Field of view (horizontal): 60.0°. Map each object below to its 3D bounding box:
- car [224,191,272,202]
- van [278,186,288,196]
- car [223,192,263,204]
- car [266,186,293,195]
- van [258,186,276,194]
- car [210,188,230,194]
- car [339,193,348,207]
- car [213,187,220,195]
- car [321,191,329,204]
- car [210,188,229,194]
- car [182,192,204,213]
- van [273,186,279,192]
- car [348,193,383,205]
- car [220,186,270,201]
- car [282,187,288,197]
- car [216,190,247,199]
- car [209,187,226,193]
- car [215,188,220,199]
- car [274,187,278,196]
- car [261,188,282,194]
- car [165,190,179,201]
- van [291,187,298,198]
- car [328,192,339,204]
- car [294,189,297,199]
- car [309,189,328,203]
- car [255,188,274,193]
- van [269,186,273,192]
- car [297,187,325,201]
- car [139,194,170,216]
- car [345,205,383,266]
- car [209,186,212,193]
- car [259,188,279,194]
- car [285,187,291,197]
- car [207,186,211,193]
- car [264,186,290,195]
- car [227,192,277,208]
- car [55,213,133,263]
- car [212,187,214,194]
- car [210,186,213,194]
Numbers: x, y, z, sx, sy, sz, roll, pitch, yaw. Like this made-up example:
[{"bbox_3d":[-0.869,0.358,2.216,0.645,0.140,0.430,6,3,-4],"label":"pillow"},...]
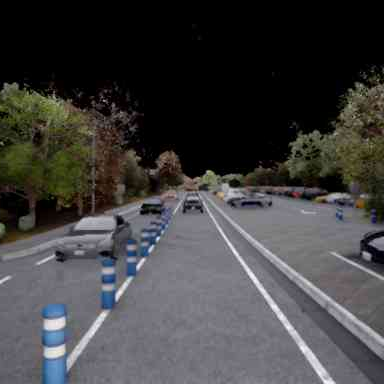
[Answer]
[{"bbox_3d":[6.831,0.965,40.932,5.008,1.535,2.097,0,2,0],"label":"car"},{"bbox_3d":[20.006,0.011,65.705,4.442,1.987,1.878,0,1,0],"label":"van"},{"bbox_3d":[7.058,0.792,46.480,5.366,1.575,1.946,0,2,0],"label":"car"},{"bbox_3d":[20.180,-0.260,76.796,5.566,2.045,2.435,0,1,0],"label":"car"},{"bbox_3d":[20.443,-0.540,90.769,4.442,1.987,1.878,0,1,0],"label":"van"},{"bbox_3d":[7.206,-0.186,85.323,4.892,1.521,2.231,0,1,0],"label":"car"},{"bbox_3d":[19.913,0.915,38.167,4.553,1.767,2.185,0,2,0],"label":"car"},{"bbox_3d":[6.781,0.452,57.703,5.366,1.575,1.946,0,2,0],"label":"car"},{"bbox_3d":[19.925,0.915,43.585,4.674,1.452,2.002,0,2,0],"label":"car"},{"bbox_3d":[7.217,-0.247,88.099,4.892,1.521,2.231,0,1,0],"label":"car"},{"bbox_3d":[0.101,1.118,32.140,1.837,1.490,4.892,0,2,0],"label":"car"},{"bbox_3d":[20.278,-0.114,71.257,4.442,1.987,1.878,0,1,0],"label":"van"},{"bbox_3d":[19.854,1.125,35.401,5.008,1.535,2.097,0,2,0],"label":"car"},{"bbox_3d":[6.877,0.629,43.699,5.566,2.045,2.435,0,2,0],"label":"car"},{"bbox_3d":[20.121,0.332,62.959,4.792,1.488,2.163,0,1,0],"label":"car"},{"bbox_3d":[7.175,0.377,60.352,5.366,1.575,1.946,0,2,0],"label":"car"},{"bbox_3d":[7.239,-0.495,93.647,4.553,1.767,2.185,0,1,0],"label":"car"},{"bbox_3d":[6.734,0.623,52.033,5.366,1.575,1.946,0,2,0],"label":"car"},{"bbox_3d":[20.143,0.173,68.494,5.008,1.535,2.097,0,1,0],"label":"car"},{"bbox_3d":[20.273,-0.191,85.111,5.008,1.535,2.097,0,1,0],"label":"car"},{"bbox_3d":[-3.233,0.441,52.540,2.097,1.767,4.553,0,2,0],"label":"car"},{"bbox_3d":[20.162,0.225,57.542,4.442,1.987,1.878,0,2,0],"label":"van"},{"bbox_3d":[19.875,0.989,40.816,4.792,1.488,2.163,0,2,0],"label":"car"},{"bbox_3d":[19.993,0.566,54.658,4.792,1.488,2.163,0,2,0],"label":"car"},{"bbox_3d":[19.766,0.787,46.354,5.366,1.575,1.946,0,2,0],"label":"car"},{"bbox_3d":[20.347,-0.332,93.419,4.674,1.452,2.002,0,1,0],"label":"car"},{"bbox_3d":[20.068,-0.174,74.029,4.442,1.987,1.878,0,1,0],"label":"van"},{"bbox_3d":[20.027,0.370,51.881,5.566,2.045,2.435,0,2,0],"label":"car"},{"bbox_3d":[-3.348,1.235,29.248,2.033,1.411,5.357,0,1,0],"label":"car"},{"bbox_3d":[6.784,1.205,8.338,4.792,1.488,2.163,0,1,1],"label":"car"},{"bbox_3d":[7.124,-0.036,79.774,4.792,1.488,2.163,0,1,0],"label":"car"},{"bbox_3d":[20.306,-0.214,88.006,4.674,1.452,2.002,0,1,0],"label":"car"},{"bbox_3d":[20.098,0.401,60.320,4.792,1.488,2.163,0,2,1],"label":"car"},{"bbox_3d":[6.991,-0.129,82.550,5.366,1.575,1.946,0,1,0],"label":"car"},{"bbox_3d":[20.204,-0.321,79.566,5.566,2.045,2.435,0,1,0],"label":"car"},{"bbox_3d":[6.773,1.079,38.158,4.792,1.488,2.163,0,2,0],"label":"car"},{"bbox_3d":[-3.350,1.543,12.222,1.812,1.442,4.674,0,0,0],"label":"car"},{"bbox_3d":[7.089,0.206,68.671,4.792,1.488,2.163,0,1,0],"label":"car"},{"bbox_3d":[7.101,0.024,76.998,4.792,1.488,2.163,0,1,0],"label":"car"}]
